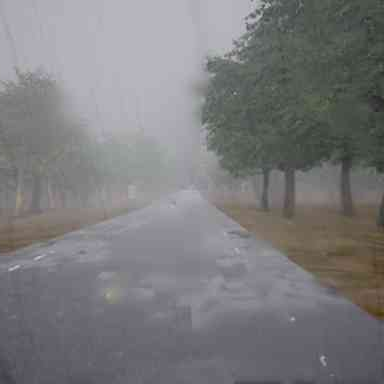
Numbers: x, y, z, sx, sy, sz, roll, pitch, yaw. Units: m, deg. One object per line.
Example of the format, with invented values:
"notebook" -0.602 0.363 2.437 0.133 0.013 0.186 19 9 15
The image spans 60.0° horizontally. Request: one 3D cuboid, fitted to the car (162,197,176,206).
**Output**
"car" -3.548 1.434 52.188 1.994 1.385 4.181 0 0 0
